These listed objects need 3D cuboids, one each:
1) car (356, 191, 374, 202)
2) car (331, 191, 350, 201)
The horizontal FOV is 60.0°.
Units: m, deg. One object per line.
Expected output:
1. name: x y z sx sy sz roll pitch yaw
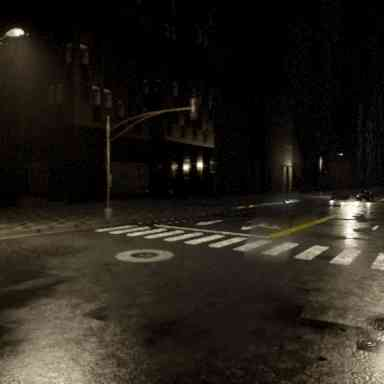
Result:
1. car: 24.983 0.586 48.009 1.837 1.490 4.892 2 2 35
2. car: 22.318 0.536 49.869 1.812 1.442 4.674 2 2 35
